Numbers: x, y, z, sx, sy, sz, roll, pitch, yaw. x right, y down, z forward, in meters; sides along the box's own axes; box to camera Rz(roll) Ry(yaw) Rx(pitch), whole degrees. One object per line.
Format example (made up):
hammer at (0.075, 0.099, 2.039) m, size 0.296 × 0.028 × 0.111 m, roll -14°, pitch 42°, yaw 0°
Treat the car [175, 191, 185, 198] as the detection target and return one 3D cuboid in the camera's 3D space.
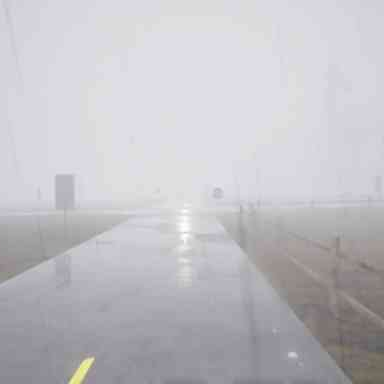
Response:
car at (-2.742, 0.472, 75.463) m, size 2.097 × 1.767 × 4.553 m, roll 0°, pitch 1°, yaw 0°
